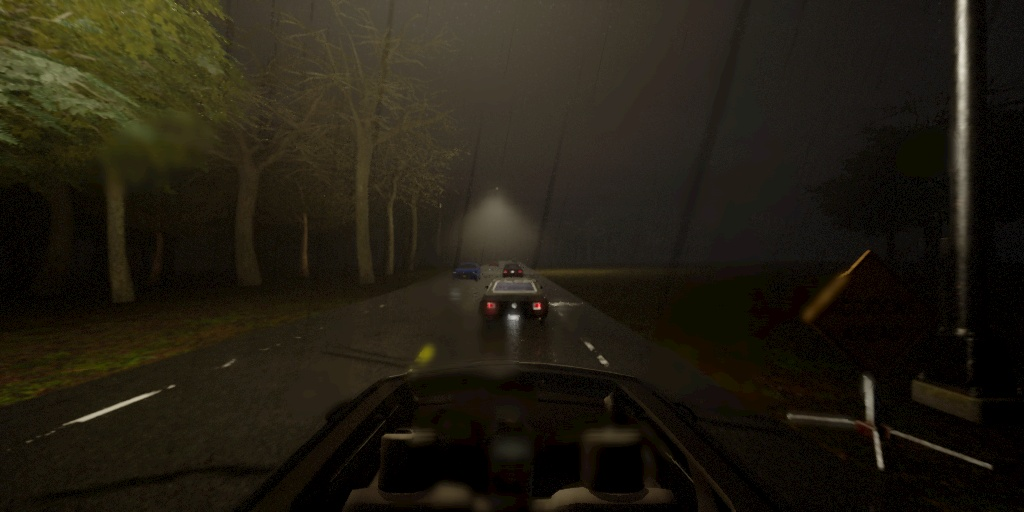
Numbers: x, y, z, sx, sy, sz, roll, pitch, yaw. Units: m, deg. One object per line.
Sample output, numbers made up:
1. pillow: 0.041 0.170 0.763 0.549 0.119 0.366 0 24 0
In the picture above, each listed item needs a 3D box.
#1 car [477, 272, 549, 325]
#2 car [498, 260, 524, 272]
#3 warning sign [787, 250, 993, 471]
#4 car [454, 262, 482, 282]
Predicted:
1. car: 0.076 1.374 11.820 1.895 1.301 4.718 0 0 0
2. car: 0.062 1.366 32.306 2.033 1.411 5.357 0 0 0
3. warning sign: 3.548 0.870 3.513 1.300 1.860 1.060 0 0 0
4. car: -3.633 1.291 29.951 1.882 1.535 5.008 0 0 0
